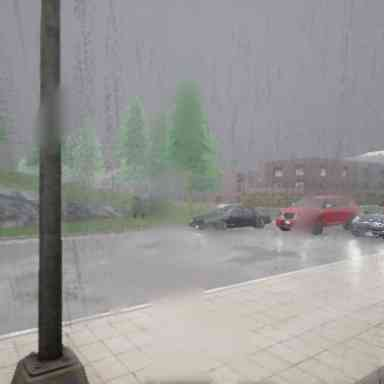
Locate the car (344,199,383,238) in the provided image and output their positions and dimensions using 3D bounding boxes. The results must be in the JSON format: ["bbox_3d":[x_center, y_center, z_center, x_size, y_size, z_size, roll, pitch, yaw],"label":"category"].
[{"bbox_3d":[9.932,1.347,16.546,4.553,1.767,2.097,0,0,-35],"label":"car"}]

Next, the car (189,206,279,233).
[{"bbox_3d":[2.452,1.540,19.834,5.357,1.411,2.033,0,0,-35],"label":"car"}]

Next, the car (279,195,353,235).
[{"bbox_3d":[7.255,1.214,18.946,5.566,2.045,2.150,0,0,-35],"label":"car"}]
